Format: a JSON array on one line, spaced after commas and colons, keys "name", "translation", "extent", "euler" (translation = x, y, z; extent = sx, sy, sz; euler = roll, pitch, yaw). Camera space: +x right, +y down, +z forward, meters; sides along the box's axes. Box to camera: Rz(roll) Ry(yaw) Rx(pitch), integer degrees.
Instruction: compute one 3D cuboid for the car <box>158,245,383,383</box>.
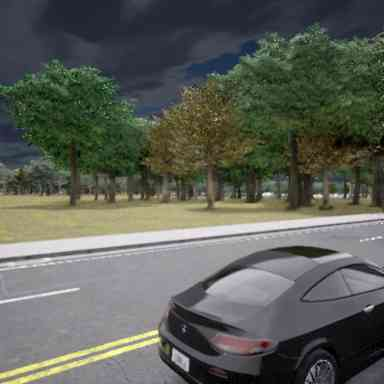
[{"name": "car", "translation": [1.757, 1.510, 4.695], "extent": [4.674, 1.442, 1.812], "euler": [0, 0, -36]}]
